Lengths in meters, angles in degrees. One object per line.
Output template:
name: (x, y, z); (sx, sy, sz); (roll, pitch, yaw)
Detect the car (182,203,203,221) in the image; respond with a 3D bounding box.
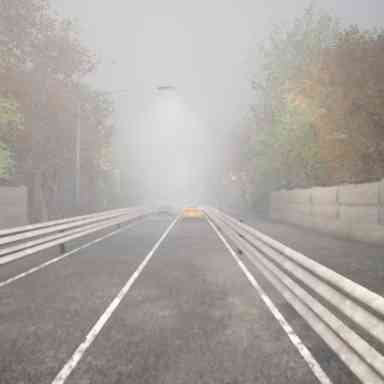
car: (0.031, 1.999, 33.130); (1.882, 1.535, 5.008); (0, -1, 0)

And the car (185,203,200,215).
car: (0.072, 2.306, 46.183); (1.882, 1.535, 5.008); (0, -1, 1)

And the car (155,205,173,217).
car: (-3.315, 2.240, 40.823); (2.033, 1.411, 5.357); (0, -1, 0)
